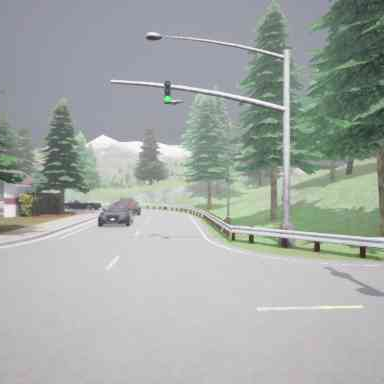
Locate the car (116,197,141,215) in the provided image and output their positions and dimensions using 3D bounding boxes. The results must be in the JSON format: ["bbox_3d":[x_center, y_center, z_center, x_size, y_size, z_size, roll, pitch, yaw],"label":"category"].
[{"bbox_3d":[-6.417,1.302,32.538,2.097,1.767,4.553,0,0,-22],"label":"car"}]

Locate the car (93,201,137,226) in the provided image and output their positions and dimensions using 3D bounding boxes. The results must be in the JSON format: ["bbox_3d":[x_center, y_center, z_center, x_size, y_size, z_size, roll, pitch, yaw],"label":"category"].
[{"bbox_3d":[-5.135,1.528,22.797,1.994,1.385,4.181,0,0,-5],"label":"car"}]

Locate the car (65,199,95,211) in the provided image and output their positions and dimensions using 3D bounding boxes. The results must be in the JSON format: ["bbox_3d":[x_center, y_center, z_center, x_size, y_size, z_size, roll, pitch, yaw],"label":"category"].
[{"bbox_3d":[-13.340,1.544,39.967,4.718,1.301,1.895,0,0,12],"label":"car"}]
